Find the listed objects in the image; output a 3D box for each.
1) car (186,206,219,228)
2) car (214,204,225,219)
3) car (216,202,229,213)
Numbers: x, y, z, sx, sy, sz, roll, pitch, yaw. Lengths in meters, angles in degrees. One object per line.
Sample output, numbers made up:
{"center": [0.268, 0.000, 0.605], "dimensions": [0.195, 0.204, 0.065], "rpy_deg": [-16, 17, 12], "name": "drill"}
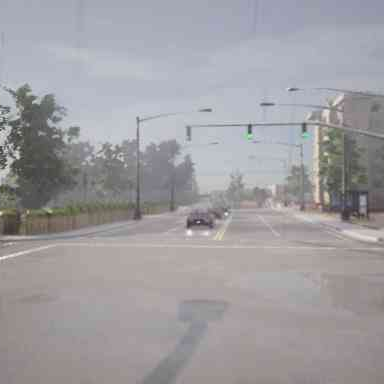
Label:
{"center": [0.770, 2.076, 26.654], "dimensions": [1.994, 1.385, 4.181], "rpy_deg": [0, -1, 9], "name": "car"}
{"center": [2.351, 2.285, 37.077], "dimensions": [1.895, 1.301, 4.718], "rpy_deg": [0, -1, 9], "name": "car"}
{"center": [4.510, 2.269, 51.221], "dimensions": [2.097, 1.767, 4.553], "rpy_deg": [0, -1, 9], "name": "car"}
